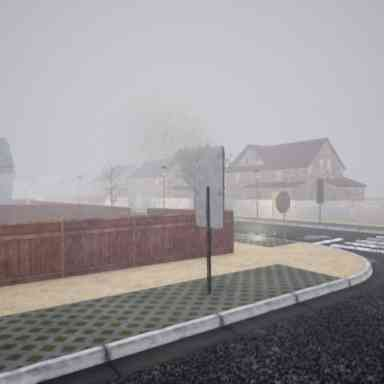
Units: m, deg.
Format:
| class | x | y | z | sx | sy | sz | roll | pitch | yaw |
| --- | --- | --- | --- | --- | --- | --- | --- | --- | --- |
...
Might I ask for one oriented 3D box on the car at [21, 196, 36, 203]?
| class | x | y | z | sx | sy | sz | roll | pitch | yaw |
| --- | --- | --- | --- | --- | --- | --- | --- | --- | --- |
| car | -39.029 | 1.971 | 80.231 | 1.994 | 1.385 | 4.181 | -1 | 0 | -37 |
